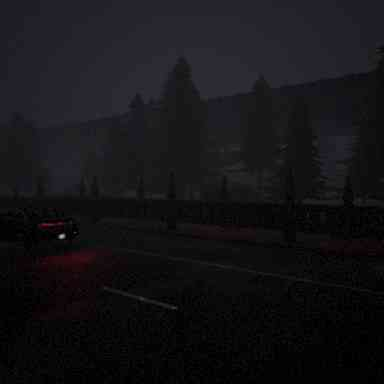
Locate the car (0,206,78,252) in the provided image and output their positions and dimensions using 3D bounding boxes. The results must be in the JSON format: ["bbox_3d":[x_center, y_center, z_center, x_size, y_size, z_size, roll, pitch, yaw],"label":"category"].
[{"bbox_3d":[-6.460,1.279,12.918,4.902,1.511,2.128,1,1,36],"label":"car"}]
